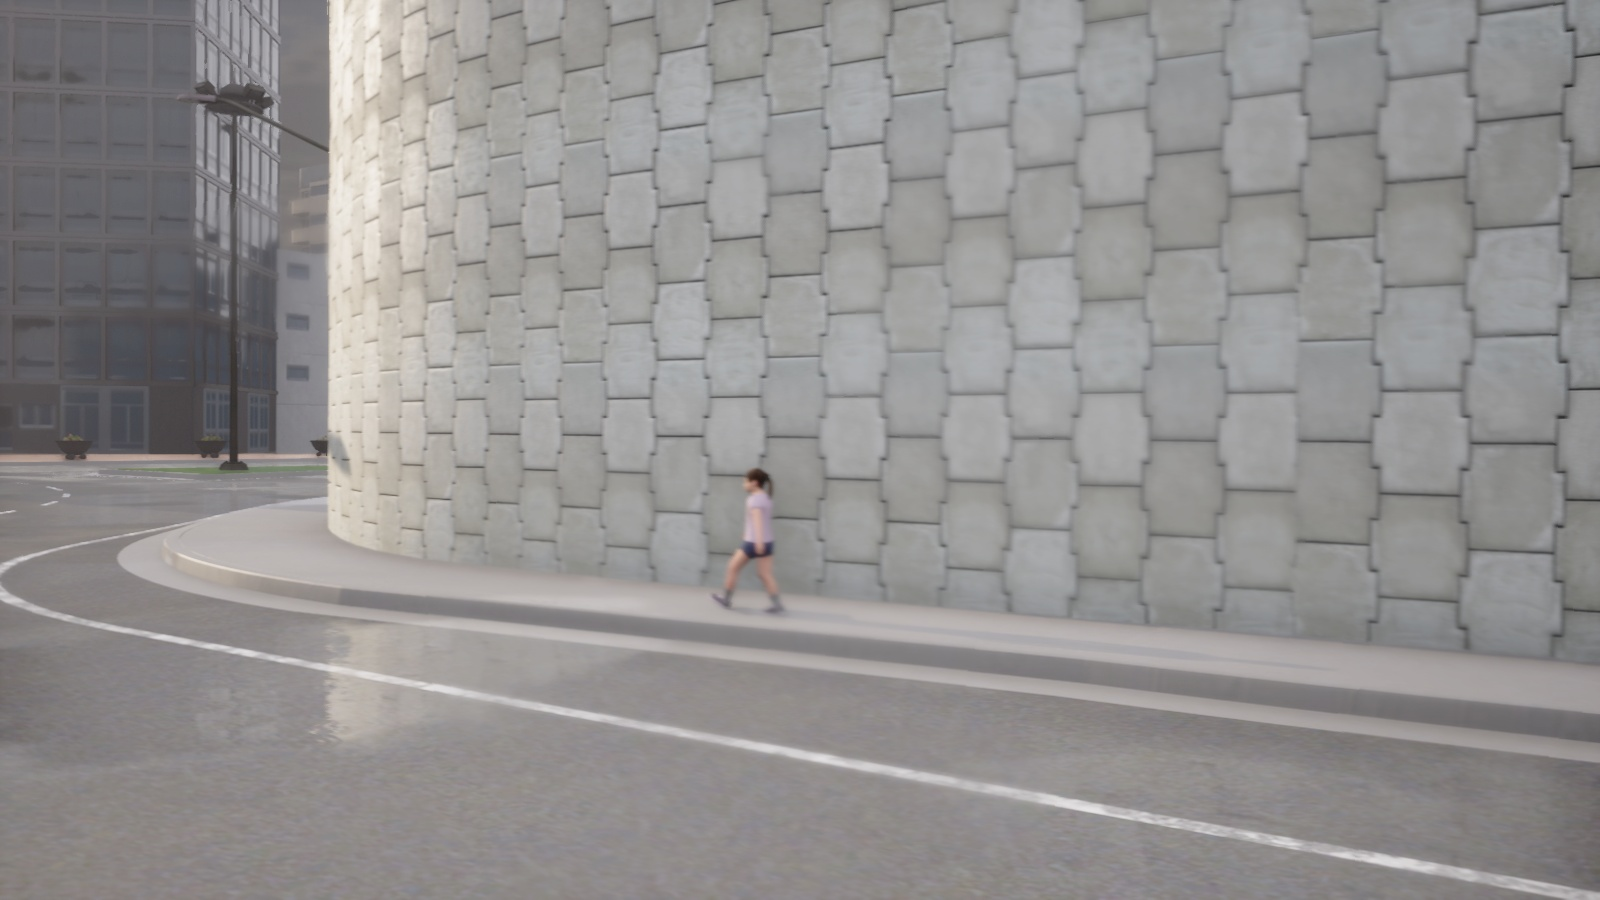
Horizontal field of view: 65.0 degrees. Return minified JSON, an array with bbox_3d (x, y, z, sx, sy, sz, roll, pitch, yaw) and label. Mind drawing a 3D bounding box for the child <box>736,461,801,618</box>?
[{"bbox_3d":[-0.228,0.641,9.149,0.394,1.110,0.255,0,1,29],"label":"child"}]
